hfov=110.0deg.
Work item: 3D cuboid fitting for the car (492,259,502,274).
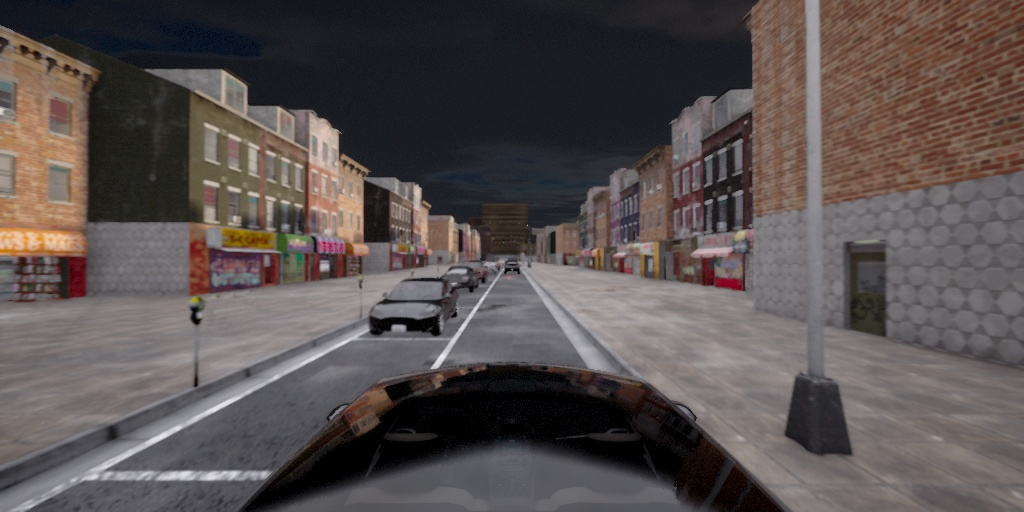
[{"bbox_3d":[-2.652,1.391,43.498,2.007,1.370,4.403,0,0,0],"label":"car"}]

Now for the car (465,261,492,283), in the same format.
[{"bbox_3d":[-2.997,1.144,28.217,2.097,1.767,4.553,0,0,0],"label":"car"}]

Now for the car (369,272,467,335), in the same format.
[{"bbox_3d":[-2.640,1.323,10.536,1.948,1.339,4.313,0,0,0],"label":"car"}]

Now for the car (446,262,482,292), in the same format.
[{"bbox_3d":[-3.031,1.300,21.246,1.812,1.442,4.674,0,0,0],"label":"car"}]

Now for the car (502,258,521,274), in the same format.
[{"bbox_3d":[0.038,1.345,43.306,1.837,1.490,4.892,0,0,0],"label":"car"}]
